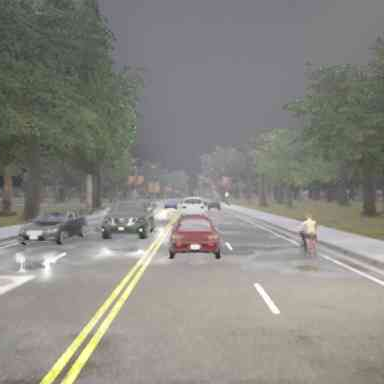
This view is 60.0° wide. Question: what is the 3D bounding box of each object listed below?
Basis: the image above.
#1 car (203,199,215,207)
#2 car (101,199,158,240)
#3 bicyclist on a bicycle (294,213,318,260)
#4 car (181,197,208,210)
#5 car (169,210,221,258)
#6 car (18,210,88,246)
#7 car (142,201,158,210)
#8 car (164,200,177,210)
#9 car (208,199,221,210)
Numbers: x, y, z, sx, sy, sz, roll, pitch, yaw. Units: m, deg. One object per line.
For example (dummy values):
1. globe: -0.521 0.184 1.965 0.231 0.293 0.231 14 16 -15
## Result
1. car: 3.256 2.128 64.815 2.128 1.511 4.902 0 -1 0
2. car: -3.349 1.400 18.472 2.150 2.045 5.566 0 -1 0
3. bicyclist on a bicycle: 4.163 1.552 11.945 0.866 1.612 1.509 0 -1 0
4. car: 0.103 1.531 31.990 2.150 2.045 5.566 0 -1 0
5. car: 0.102 1.653 13.204 1.812 1.442 4.674 0 -1 0
6. car: -6.598 1.649 16.315 2.128 1.511 4.902 0 -1 0
7. car: -6.572 2.112 52.504 1.895 1.301 4.718 0 -1 0
8. car: -3.325 1.988 52.446 1.882 1.535 5.008 0 -1 0
9. car: 3.353 1.998 51.019 1.837 1.490 4.892 0 -1 0
